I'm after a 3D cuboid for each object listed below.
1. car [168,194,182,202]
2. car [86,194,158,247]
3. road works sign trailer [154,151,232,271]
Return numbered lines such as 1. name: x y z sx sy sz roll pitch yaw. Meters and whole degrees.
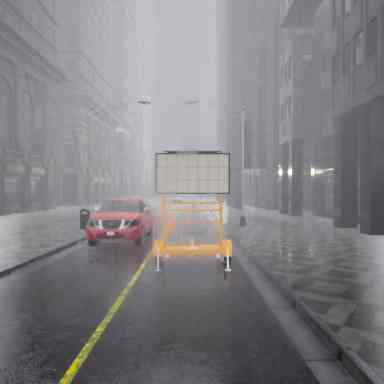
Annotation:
1. car: -2.939 1.598 63.540 2.033 1.411 5.357 0 0 0
2. car: -3.089 1.226 15.406 2.150 2.045 5.566 0 0 0
3. road works sign trailer: 0.024 0.466 10.876 2.380 3.560 2.880 0 0 0
